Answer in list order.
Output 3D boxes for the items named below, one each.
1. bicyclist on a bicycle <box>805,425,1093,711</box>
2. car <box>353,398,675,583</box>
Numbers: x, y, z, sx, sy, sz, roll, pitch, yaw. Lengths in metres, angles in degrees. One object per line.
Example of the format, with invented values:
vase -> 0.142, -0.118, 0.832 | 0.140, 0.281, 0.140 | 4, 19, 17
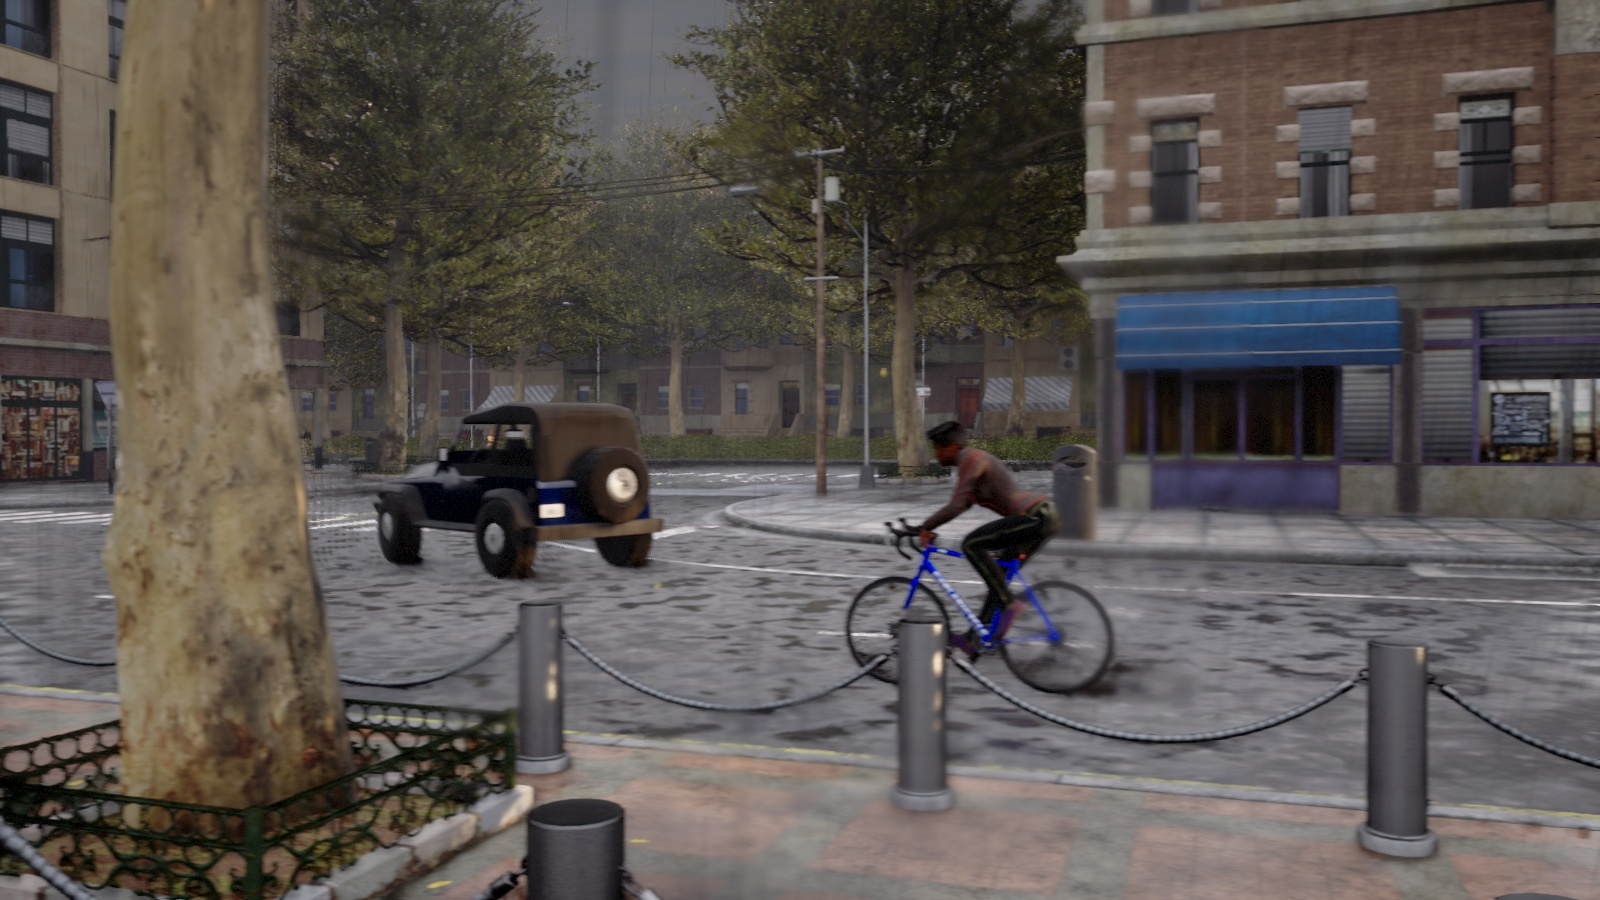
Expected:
bicyclist on a bicycle -> 0.907, 0.660, 7.635 | 1.656, 1.620, 0.582 | 0, 1, 19
car -> -3.449, 0.373, 14.767 | 3.866, 1.878, 1.905 | 1, 1, 45
